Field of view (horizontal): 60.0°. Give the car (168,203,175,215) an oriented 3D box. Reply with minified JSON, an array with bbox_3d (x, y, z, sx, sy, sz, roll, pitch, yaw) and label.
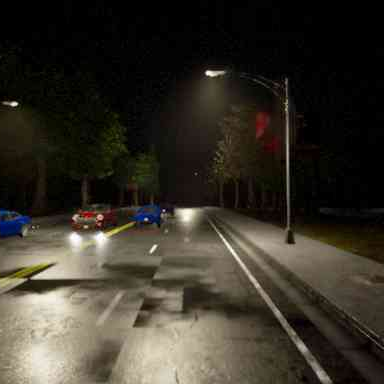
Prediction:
[{"bbox_3d":[-3.158,2.073,41.471,1.882,1.535,5.008,0,-1,0],"label":"car"}]

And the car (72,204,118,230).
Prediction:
[{"bbox_3d":[-6.587,1.618,22.930,2.097,1.767,4.553,0,-1,0],"label":"car"}]

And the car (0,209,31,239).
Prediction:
[{"bbox_3d":[-9.848,1.652,16.358,1.882,1.535,5.008,0,-1,0],"label":"car"}]

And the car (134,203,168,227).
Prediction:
[{"bbox_3d":[-3.155,1.780,25.362,1.882,1.535,5.008,0,-1,0],"label":"car"}]
